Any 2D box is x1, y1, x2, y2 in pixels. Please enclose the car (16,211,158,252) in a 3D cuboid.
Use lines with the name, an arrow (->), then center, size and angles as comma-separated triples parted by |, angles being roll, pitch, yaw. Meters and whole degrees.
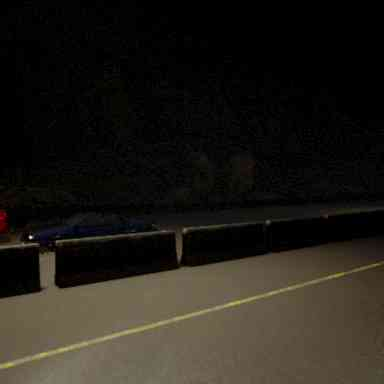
car -> -4.120, 1.511, 13.944 | 5.357, 1.411, 2.033 | 0, 0, -35

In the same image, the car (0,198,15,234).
car -> -10.643, 1.216, 13.604 | 5.566, 2.045, 2.150 | 0, 0, -35
